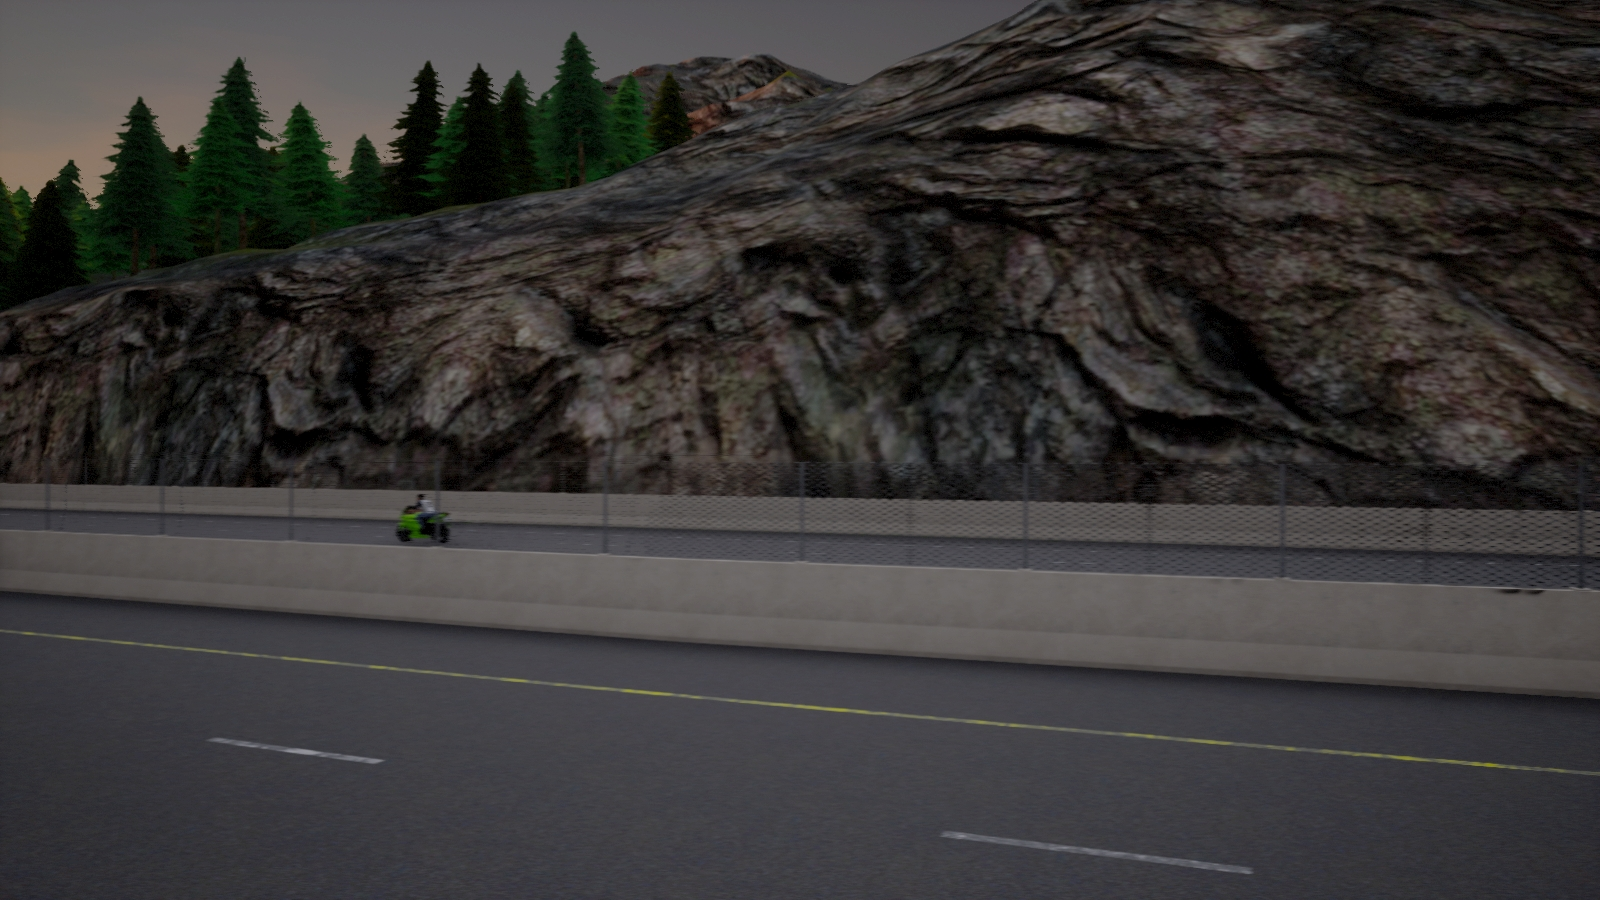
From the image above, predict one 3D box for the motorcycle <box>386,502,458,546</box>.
[{"bbox_3d":[-11.362,2.202,34.353,2.033,1.217,0.803,0,0,24],"label":"motorcycle"}]
